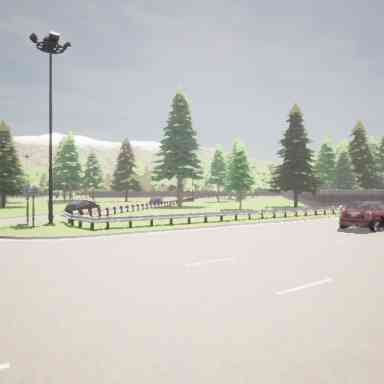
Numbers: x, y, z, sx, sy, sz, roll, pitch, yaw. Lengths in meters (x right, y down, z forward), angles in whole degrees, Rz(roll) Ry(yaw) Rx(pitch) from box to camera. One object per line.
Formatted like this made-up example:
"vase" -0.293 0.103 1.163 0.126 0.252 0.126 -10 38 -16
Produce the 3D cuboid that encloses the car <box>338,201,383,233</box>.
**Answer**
"car" 10.907 1.352 20.083 4.553 1.767 2.097 0 0 -35

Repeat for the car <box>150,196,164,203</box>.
"car" -6.430 1.493 61.057 2.128 1.511 4.902 0 0 5

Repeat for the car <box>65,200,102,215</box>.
"car" -10.898 1.526 33.705 1.812 1.442 4.674 0 0 15
